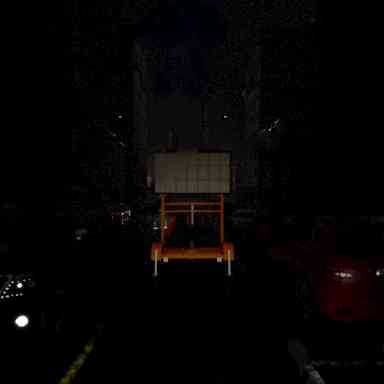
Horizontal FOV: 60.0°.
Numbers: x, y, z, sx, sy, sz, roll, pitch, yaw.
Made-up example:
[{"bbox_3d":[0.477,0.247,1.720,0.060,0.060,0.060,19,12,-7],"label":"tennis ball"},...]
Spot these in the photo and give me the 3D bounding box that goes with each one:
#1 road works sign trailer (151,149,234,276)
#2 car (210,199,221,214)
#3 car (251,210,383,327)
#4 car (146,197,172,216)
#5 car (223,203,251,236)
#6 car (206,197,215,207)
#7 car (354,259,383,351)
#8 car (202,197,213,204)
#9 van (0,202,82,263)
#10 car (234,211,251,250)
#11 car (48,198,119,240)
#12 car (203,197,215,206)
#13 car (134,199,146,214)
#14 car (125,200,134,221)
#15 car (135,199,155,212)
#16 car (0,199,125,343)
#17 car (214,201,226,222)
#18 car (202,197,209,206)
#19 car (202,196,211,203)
[{"bbox_3d":[0.015,0.471,10.382,2.380,3.560,2.880,0,0,0],"label":"road works sign trailer"},{"bbox_3d":[2.890,1.580,29.320,1.947,1.339,4.313,-1,0,0],"label":"car"},{"bbox_3d":[2.858,1.320,6.977,2.192,1.841,5.009,-1,0,0],"label":"car"},{"bbox_3d":[-2.965,1.506,32.960,2.128,1.511,4.902,0,0,0],"label":"car"},{"bbox_3d":[2.875,1.535,18.319,1.752,1.417,4.829,-1,0,0],"label":"car"},{"bbox_3d":[2.898,1.566,34.906,2.008,1.369,4.403,-1,0,0],"label":"car"},{"bbox_3d":[2.853,1.526,1.561,1.752,1.417,4.829,-1,0,0],"label":"car"},{"bbox_3d":[2.936,1.579,62.836,1.947,1.339,4.313,-1,0,0],"label":"car"},{"bbox_3d":[-5.667,1.348,12.573,1.690,1.788,3.998,-1,0,0],"label":"van"},{"bbox_3d":[2.868,1.589,12.563,1.802,1.307,4.206,-1,0,0],"label":"car"},{"bbox_3d":[-5.661,1.325,18.159,2.192,1.841,5.009,-1,0,0],"label":"car"},{"bbox_3d":[2.928,1.540,57.419,1.752,1.417,4.829,-1,0,0],"label":"car"},{"bbox_3d":[-5.641,1.455,34.915,1.967,1.590,4.097,-1,0,0],"label":"car"},{"bbox_3d":[-5.653,1.452,23.744,1.967,1.590,4.097,-1,0,0],"label":"car"},{"bbox_3d":[-5.633,1.598,40.501,1.802,1.307,4.206,-1,0,0],"label":"car"},{"bbox_3d":[-3.095,1.226,6.806,2.150,2.045,5.566,0,0,0],"label":"car"},{"bbox_3d":[2.883,1.578,23.735,1.947,1.339,4.313,-1,0,0],"label":"car"},{"bbox_3d":[2.921,1.567,51.664,2.008,1.369,4.403,-1,0,0],"label":"car"},{"bbox_3d":[2.943,1.593,68.421,1.802,1.307,4.206,-1,0,0],"label":"car"}]
